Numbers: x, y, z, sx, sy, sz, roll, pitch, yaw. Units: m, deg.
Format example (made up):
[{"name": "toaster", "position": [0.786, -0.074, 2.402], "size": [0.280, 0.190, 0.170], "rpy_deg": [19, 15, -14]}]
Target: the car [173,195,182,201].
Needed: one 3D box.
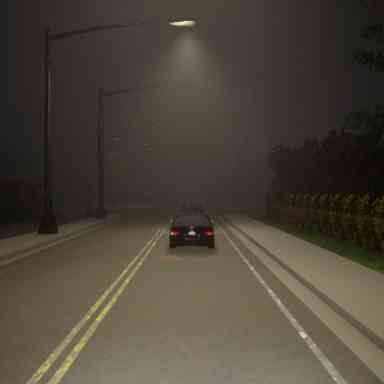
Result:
[{"name": "car", "position": [-3.500, 1.477, 79.985], "size": [1.994, 1.385, 4.181], "rpy_deg": [0, 0, 0]}]

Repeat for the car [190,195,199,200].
[{"name": "car", "position": [0.747, 1.525, 93.434], "size": [2.033, 1.411, 5.357], "rpy_deg": [0, 0, 12]}]

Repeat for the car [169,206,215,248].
[{"name": "car", "position": [0.000, 1.561, 14.650], "size": [2.033, 1.411, 5.357], "rpy_deg": [0, 0, 0]}]

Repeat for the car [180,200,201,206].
[{"name": "car", "position": [0.000, 1.615, 29.680], "size": [1.895, 1.301, 4.718], "rpy_deg": [0, 0, 0]}]
